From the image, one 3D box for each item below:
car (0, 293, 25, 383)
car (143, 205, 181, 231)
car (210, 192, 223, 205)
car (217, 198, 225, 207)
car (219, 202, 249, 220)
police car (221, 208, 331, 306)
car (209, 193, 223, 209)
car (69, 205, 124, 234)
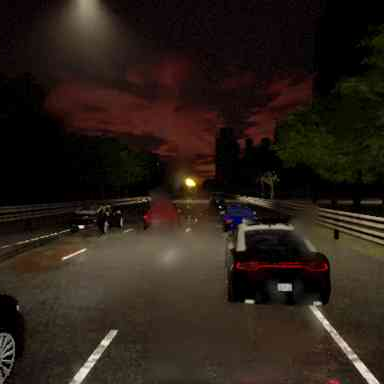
[{"bbox_3d":[-3.170,1.490,2.300,2.128,1.511,4.902,0,0,5],"label":"car"},{"bbox_3d":[-1.751,1.510,20.300,1.812,1.442,4.674,0,0,4],"label":"car"},{"bbox_3d":[4.234,1.119,58.971,2.150,2.045,5.566,0,0,3],"label":"car"},{"bbox_3d":[3.003,1.456,24.161,1.882,1.535,5.008,0,0,4],"label":"car"},{"bbox_3d":[2.558,1.512,18.150,1.812,1.442,4.674,0,0,4],"label":"car"},{"bbox_3d":[1.787,1.420,8.245,1.930,1.638,5.238,0,0,5],"label":"police car"},{"bbox_3d":[3.379,1.292,44.494,2.097,1.767,4.553,0,0,4],"label":"car"},{"bbox_3d":[-5.352,1.491,19.091,1.837,1.490,4.892,0,0,4],"label":"car"}]
